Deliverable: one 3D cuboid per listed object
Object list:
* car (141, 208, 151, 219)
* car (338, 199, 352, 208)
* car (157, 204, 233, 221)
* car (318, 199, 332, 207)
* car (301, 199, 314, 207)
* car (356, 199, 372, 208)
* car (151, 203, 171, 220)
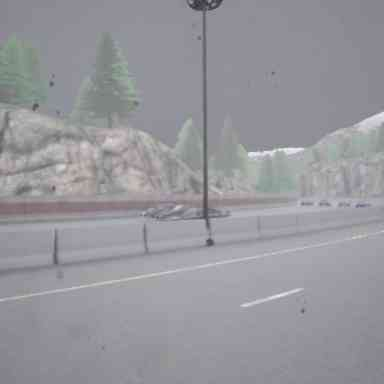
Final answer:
[{"bbox_3d":[-2.878,1.910,33.329,4.902,1.511,2.128,0,-1,-43],"label":"car"},{"bbox_3d":[27.200,2.020,59.170,1.812,1.442,4.674,-1,-1,32],"label":"car"},{"bbox_3d":[0.362,1.768,22.179,4.892,1.490,1.837,0,-1,-41],"label":"car"},{"bbox_3d":[24.790,2.058,61.913,1.837,1.490,4.892,-1,0,30],"label":"car"},{"bbox_3d":[22.655,2.070,65.253,1.882,1.535,5.008,-1,-1,30],"label":"car"},{"bbox_3d":[27.601,1.910,53.202,1.882,1.535,5.008,-1,-1,34],"label":"car"},{"bbox_3d":[-1.035,1.894,30.272,4.674,1.442,1.812,1,-1,-43],"label":"car"}]
